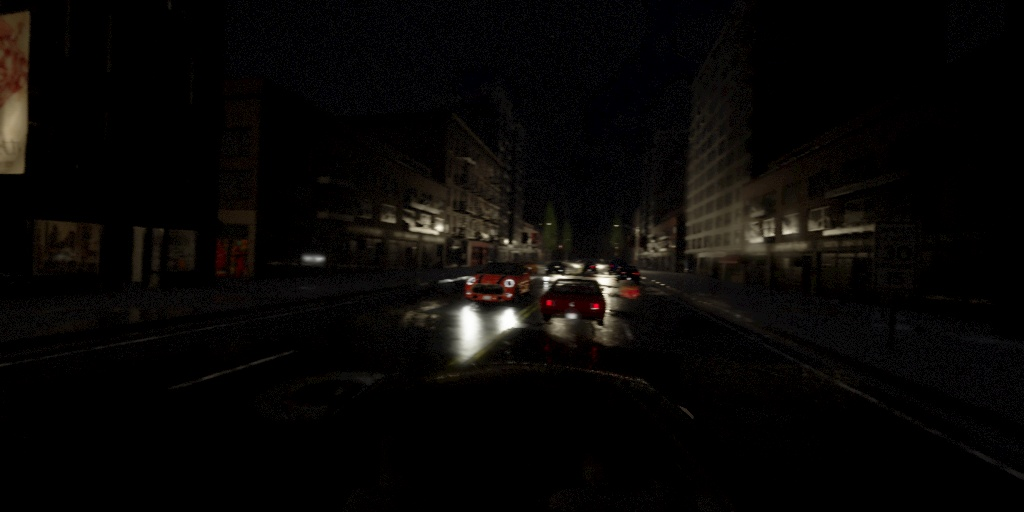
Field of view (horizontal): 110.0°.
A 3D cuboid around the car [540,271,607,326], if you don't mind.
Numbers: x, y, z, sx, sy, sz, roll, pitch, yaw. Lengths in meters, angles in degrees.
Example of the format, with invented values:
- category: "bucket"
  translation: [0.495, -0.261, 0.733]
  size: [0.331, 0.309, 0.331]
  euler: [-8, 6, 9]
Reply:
- category: "car"
  translation: [2.196, 1.411, 12.232]
  size: [1.895, 1.301, 4.718]
  euler: [2, 0, 13]

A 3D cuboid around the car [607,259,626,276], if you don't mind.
- category: "car"
  translation: [12.668, 1.368, 43.120]
  size: [2.150, 2.045, 5.566]
  euler: [2, 1, 13]

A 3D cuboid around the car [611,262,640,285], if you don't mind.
- category: "car"
  translation: [9.755, 1.567, 30.540]
  size: [1.837, 1.490, 4.892]
  euler: [2, 0, 13]

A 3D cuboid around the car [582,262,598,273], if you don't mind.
- category: "car"
  translation: [10.365, 1.542, 47.627]
  size: [1.837, 1.490, 4.892]
  euler: [2, 0, 13]

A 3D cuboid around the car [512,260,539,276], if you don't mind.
- category: "car"
  translation: [1.529, 1.201, 38.660]
  size: [1.882, 1.535, 5.008]
  euler: [2, 0, 13]

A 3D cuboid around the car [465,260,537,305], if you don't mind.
- category: "car"
  translation: [-0.445, 1.047, 16.060]
  size: [2.097, 1.767, 4.553]
  euler: [2, 0, 13]

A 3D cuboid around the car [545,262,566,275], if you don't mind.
- category: "car"
  translation: [4.698, 1.375, 37.960]
  size: [1.837, 1.490, 4.892]
  euler: [2, 0, 13]
